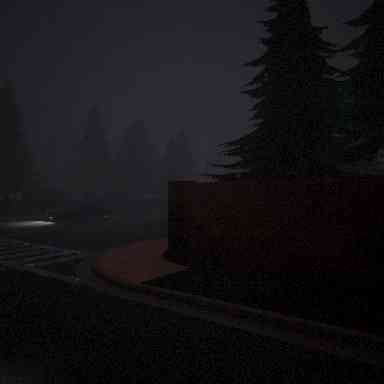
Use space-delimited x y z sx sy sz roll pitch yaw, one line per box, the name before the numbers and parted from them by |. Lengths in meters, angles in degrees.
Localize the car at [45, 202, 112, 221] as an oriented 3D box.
car | -9.132 1.555 27.333 2.033 1.411 5.357 0 0 35
